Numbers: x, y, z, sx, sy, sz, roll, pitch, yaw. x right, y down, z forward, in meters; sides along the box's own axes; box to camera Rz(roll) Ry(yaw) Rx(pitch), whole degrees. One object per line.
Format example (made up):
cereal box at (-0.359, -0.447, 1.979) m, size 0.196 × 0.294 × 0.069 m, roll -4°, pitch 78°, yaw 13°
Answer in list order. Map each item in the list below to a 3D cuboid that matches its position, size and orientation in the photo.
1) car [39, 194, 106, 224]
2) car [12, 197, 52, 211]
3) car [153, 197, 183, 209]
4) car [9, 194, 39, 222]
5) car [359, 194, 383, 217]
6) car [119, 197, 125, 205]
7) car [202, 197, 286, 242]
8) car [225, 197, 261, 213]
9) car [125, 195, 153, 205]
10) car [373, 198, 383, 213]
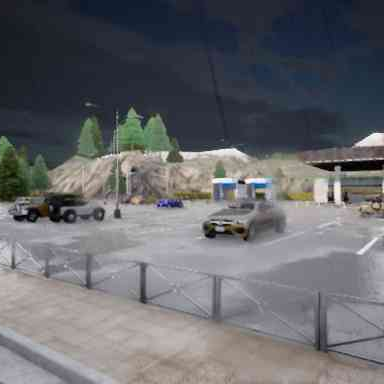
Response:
car at (-7.872, 1.082, 22.579) m, size 1.905 × 1.878 × 3.866 m, roll 0°, pitch 0°, yaw 35°
car at (-18.795, 1.380, 39.142) m, size 1.970 × 1.475 × 3.806 m, roll 0°, pitch 0°, yaw 35°
car at (-2.649, 1.321, 41.130) m, size 1.845 × 1.501 × 3.633 m, roll 0°, pitch 0°, yaw 35°
car at (-10.477, 1.101, 23.930) m, size 1.932 × 1.855 × 4.605 m, roll 0°, pitch 0°, yaw 35°
car at (15.193, 1.110, 27.484) m, size 1.932 × 1.855 × 4.605 m, roll 0°, pitch 0°, yaw 35°
car at (-10.424, 1.333, 56.034) m, size 2.007 × 1.523 × 4.514 m, roll 0°, pitch 0°, yaw 35°
car at (2.546, 1.165, 15.152) m, size 2.152 × 1.636 × 5.027 m, roll 0°, pitch 0°, yaw 35°
car at (5.463, 1.305, 35.295) m, size 2.007 × 1.523 × 4.514 m, roll 0°, pitch 0°, yaw 35°
car at (-7.839, 1.326, 54.255) m, size 2.152 × 1.636 × 5.027 m, roll 0°, pitch 0°, yaw 35°
car at (20.084, 1.374, 34.410) m, size 1.970 × 1.475 × 3.806 m, roll 0°, pitch 0°, yaw 35°
